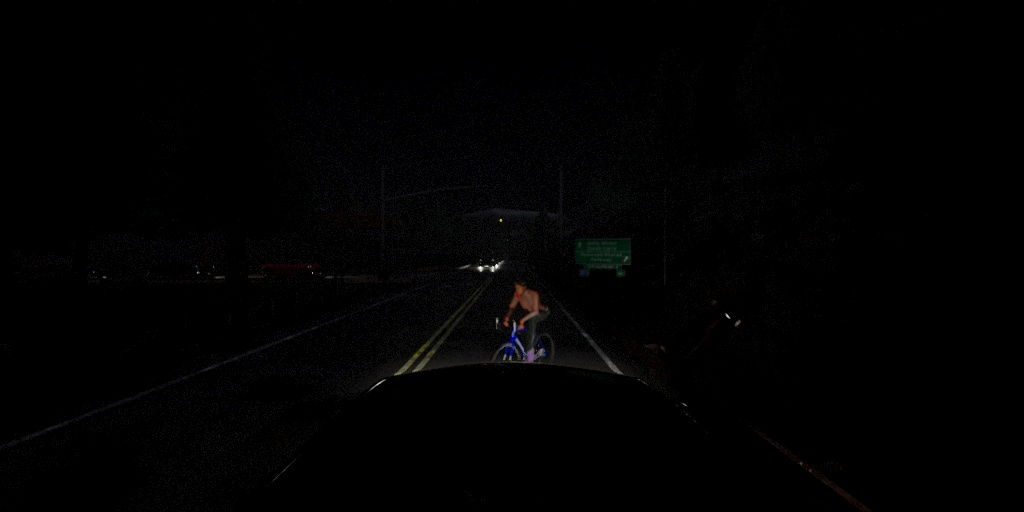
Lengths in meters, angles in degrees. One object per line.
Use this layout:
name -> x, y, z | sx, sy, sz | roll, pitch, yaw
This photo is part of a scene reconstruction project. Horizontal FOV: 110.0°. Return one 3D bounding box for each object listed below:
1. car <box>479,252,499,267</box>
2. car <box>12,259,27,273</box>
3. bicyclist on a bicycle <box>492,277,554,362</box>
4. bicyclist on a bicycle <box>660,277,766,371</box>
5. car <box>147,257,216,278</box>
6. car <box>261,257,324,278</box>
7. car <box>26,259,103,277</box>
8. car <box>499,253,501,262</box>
car -> -3.320, 0.522, 49.427 | 2.097, 1.767, 4.553 | 0, 1, 1
car -> -47.800, 1.043, 35.369 | 5.357, 1.411, 2.033 | 0, 1, 9
bicyclist on a bicycle -> 0.218, 1.154, 5.631 | 0.582, 1.620, 1.656 | 1, 0, 39
bicyclist on a bicycle -> 2.622, 0.931, 4.700 | 0.582, 1.620, 1.656 | 46, 8, 29
car -> -27.746, 0.914, 30.209 | 4.553, 1.767, 2.097 | 0, 1, 1
car -> -18.306, 0.916, 30.099 | 4.553, 1.767, 2.097 | 0, 1, 1
car -> -37.815, 1.081, 30.575 | 4.674, 1.442, 1.812 | 0, 1, 4
car -> -3.207, 0.658, 58.667 | 1.895, 1.301, 4.718 | 0, 1, 1
